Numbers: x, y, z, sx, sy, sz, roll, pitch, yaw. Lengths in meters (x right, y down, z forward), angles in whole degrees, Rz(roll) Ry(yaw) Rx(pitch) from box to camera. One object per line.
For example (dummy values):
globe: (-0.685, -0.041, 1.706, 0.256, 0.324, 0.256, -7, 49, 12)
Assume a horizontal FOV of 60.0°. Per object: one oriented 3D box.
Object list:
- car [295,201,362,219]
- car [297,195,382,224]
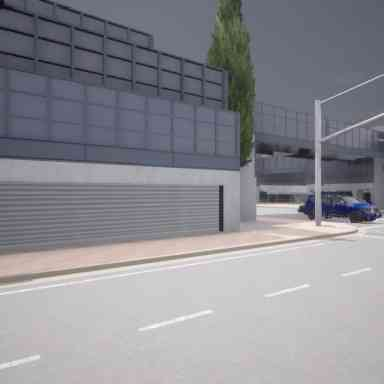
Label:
car: (12.185, 1.547, 30.023, 2.033, 1.411, 5.357, 0, 0, -37)
car: (11.271, 1.221, 25.379, 2.150, 2.045, 5.566, 0, 0, -37)
